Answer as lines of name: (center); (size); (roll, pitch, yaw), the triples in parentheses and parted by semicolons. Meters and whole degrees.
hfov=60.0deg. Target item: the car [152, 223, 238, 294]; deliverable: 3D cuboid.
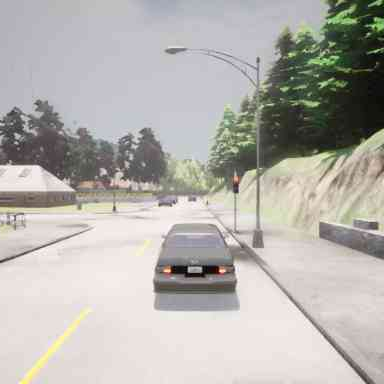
car: (0.071, 1.547, 8.931); (2.033, 1.411, 5.357); (0, 0, 0)

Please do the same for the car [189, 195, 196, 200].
car: (0.120, 1.408, 86.044); (1.812, 1.442, 4.674); (0, 0, 0)

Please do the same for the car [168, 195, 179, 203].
car: (-3.900, 1.525, 71.148); (2.128, 1.511, 4.902); (0, 0, 0)

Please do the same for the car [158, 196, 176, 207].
car: (-4.024, 1.564, 51.053); (1.994, 1.385, 4.181); (0, 0, 0)

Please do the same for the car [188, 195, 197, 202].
car: (0.106, 1.516, 75.684); (2.128, 1.511, 4.902); (0, 0, 0)

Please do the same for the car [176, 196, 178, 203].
car: (-3.980, 1.478, 61.056); (1.882, 1.535, 5.008); (0, 0, 1)
